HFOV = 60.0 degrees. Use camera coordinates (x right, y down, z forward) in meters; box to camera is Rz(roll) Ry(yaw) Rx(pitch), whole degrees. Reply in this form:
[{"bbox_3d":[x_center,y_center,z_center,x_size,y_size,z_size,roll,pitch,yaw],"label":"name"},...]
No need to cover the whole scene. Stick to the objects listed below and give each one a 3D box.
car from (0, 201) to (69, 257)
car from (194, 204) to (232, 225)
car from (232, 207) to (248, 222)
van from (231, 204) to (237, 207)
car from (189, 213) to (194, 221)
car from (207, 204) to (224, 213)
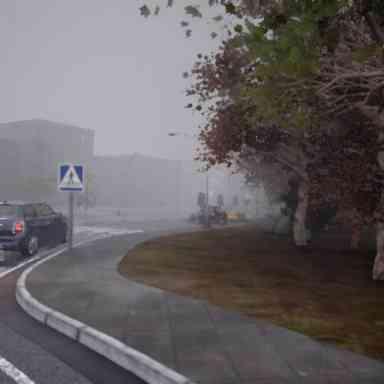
[{"bbox_3d":[-5.870,1.102,11.793,2.097,1.767,4.553,2,-1,0],"label":"car"},{"bbox_3d":[2.527,2.678,38.919,2.150,2.045,5.566,2,-3,21],"label":"car"},{"bbox_3d":[6.342,3.443,48.605,1.882,1.535,5.008,2,-1,22],"label":"car"},{"bbox_3d":[9.624,4.153,87.798,1.878,1.987,4.442,2,-1,22],"label":"van"},{"bbox_3d":[1.353,3.194,44.580,2.033,1.411,5.357,2,-2,23],"label":"car"},{"bbox_3d":[5.531,3.772,77.590,2.435,2.045,5.566,2,-1,22],"label":"car"}]
